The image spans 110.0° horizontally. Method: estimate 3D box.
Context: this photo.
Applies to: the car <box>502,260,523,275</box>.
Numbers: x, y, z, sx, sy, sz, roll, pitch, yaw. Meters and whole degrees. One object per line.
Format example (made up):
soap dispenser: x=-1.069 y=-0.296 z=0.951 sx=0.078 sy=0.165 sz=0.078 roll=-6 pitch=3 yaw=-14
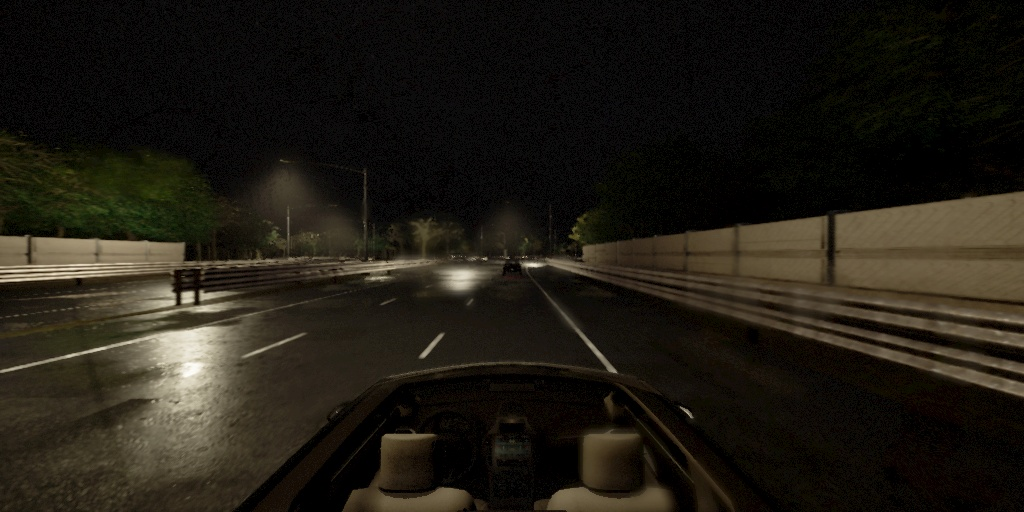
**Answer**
car: x=0.051 y=1.106 z=36.341 sx=1.882 sy=1.535 sz=5.008 roll=0 pitch=0 yaw=1
